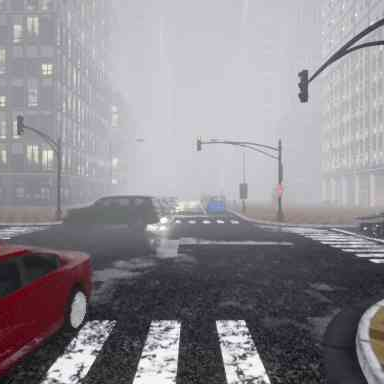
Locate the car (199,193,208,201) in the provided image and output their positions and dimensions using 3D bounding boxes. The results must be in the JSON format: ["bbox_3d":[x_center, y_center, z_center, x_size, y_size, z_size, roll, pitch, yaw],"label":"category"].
[{"bbox_3d":[2.850,1.309,85.736,2.192,1.841,5.009,0,0,0],"label":"car"}]

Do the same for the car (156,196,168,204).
[{"bbox_3d":[-5.639,1.564,63.618,1.947,1.339,4.313,0,0,0],"label":"car"}]

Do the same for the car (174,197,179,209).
[{"bbox_3d":[-3.148,1.547,43.054,2.033,1.411,5.357,0,0,0],"label":"car"}]

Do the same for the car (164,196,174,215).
[{"bbox_3d":[-3.204,1.491,33.268,2.128,1.511,4.902,0,0,-1],"label":"car"}]

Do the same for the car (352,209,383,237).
[{"bbox_3d":[10.692,1.661,16.737,4.181,1.385,1.994,0,0,-1],"label":"car"}]

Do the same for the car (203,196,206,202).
[{"bbox_3d":[2.658,1.544,41.424,1.887,1.381,4.507,0,0,0],"label":"car"}]

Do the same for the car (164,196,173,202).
[{"bbox_3d":[-5.558,1.578,80.236,1.802,1.307,4.206,0,0,0],"label":"car"}]

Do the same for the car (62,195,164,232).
[{"bbox_3d":[-4.672,1.221,19.676,5.566,2.045,2.150,0,0,-1],"label":"car"}]

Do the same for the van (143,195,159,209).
[{"bbox_3d":[-5.718,1.341,47.001,1.690,1.788,3.998,0,0,0],"label":"van"}]

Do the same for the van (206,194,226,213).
[{"bbox_3d":[2.722,1.341,35.886,1.690,1.788,3.998,0,0,0],"label":"van"}]

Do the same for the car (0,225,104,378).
[{"bbox_3d":[-2.935,1.477,4.076,1.882,1.535,5.008,-1,0,6],"label":"car"}]

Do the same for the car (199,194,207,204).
[{"bbox_3d":[2.742,1.313,63.578,2.192,1.841,5.009,0,0,0],"label":"car"}]

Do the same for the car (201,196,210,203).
[{"bbox_3d":[2.768,1.542,69.117,1.887,1.381,4.507,0,0,0],"label":"car"}]

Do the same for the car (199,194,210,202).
[{"bbox_3d":[2.796,1.312,74.657,2.192,1.841,5.009,0,0,0],"label":"car"}]

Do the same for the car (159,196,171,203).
[{"bbox_3d":[-5.612,1.548,69.157,2.008,1.369,4.403,0,0,0],"label":"car"}]

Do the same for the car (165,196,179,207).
[{"bbox_3d":[-3.089,1.477,53.193,1.882,1.535,5.008,0,0,1],"label":"car"}]

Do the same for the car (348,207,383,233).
[{"bbox_3d":[12.141,1.648,20.016,4.674,1.442,1.812,0,0,-1],"label":"car"}]
